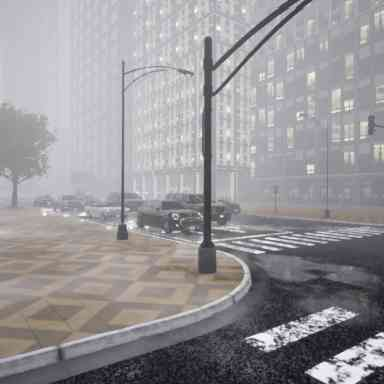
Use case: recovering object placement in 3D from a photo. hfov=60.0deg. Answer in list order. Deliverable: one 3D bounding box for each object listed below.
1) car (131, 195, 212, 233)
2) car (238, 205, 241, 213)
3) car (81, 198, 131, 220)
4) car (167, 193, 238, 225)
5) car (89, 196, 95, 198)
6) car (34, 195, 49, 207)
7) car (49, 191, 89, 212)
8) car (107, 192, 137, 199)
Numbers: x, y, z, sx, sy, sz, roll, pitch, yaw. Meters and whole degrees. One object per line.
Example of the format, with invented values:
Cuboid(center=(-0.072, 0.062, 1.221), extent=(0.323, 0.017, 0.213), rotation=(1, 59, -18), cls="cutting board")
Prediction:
Cuboid(center=(-1.304, 1.216, 18.621), extent=(2.097, 1.767, 4.553), rotation=(0, 0, -37), cls="car")
Cuboid(center=(2.429, 1.377, 30.261), extent=(1.812, 1.442, 4.674), rotation=(0, 0, -37), cls="car")
Cuboid(center=(-6.672, 1.393, 25.833), extent=(1.895, 1.301, 4.718), rotation=(0, 0, -37), cls="car")
Cuboid(center=(0.136, 1.085, 22.131), extent=(2.150, 2.045, 5.566), rotation=(0, 0, -37), cls="car")
Cuboid(center=(-12.150, 1.184, 38.665), extent=(2.128, 1.511, 4.902), rotation=(0, 0, -37), cls="car")
Cuboid(center=(-18.548, 1.114, 41.870), extent=(2.128, 1.511, 4.902), rotation=(0, 0, -36), cls="car")
Cuboid(center=(-12.543, 1.062, 33.741), extent=(2.097, 1.767, 4.553), rotation=(0, 0, -37), cls="car")
Cuboid(center=(-6.042, 1.001, 30.446), extent=(2.150, 2.045, 5.566), rotation=(0, 0, -37), cls="car")
